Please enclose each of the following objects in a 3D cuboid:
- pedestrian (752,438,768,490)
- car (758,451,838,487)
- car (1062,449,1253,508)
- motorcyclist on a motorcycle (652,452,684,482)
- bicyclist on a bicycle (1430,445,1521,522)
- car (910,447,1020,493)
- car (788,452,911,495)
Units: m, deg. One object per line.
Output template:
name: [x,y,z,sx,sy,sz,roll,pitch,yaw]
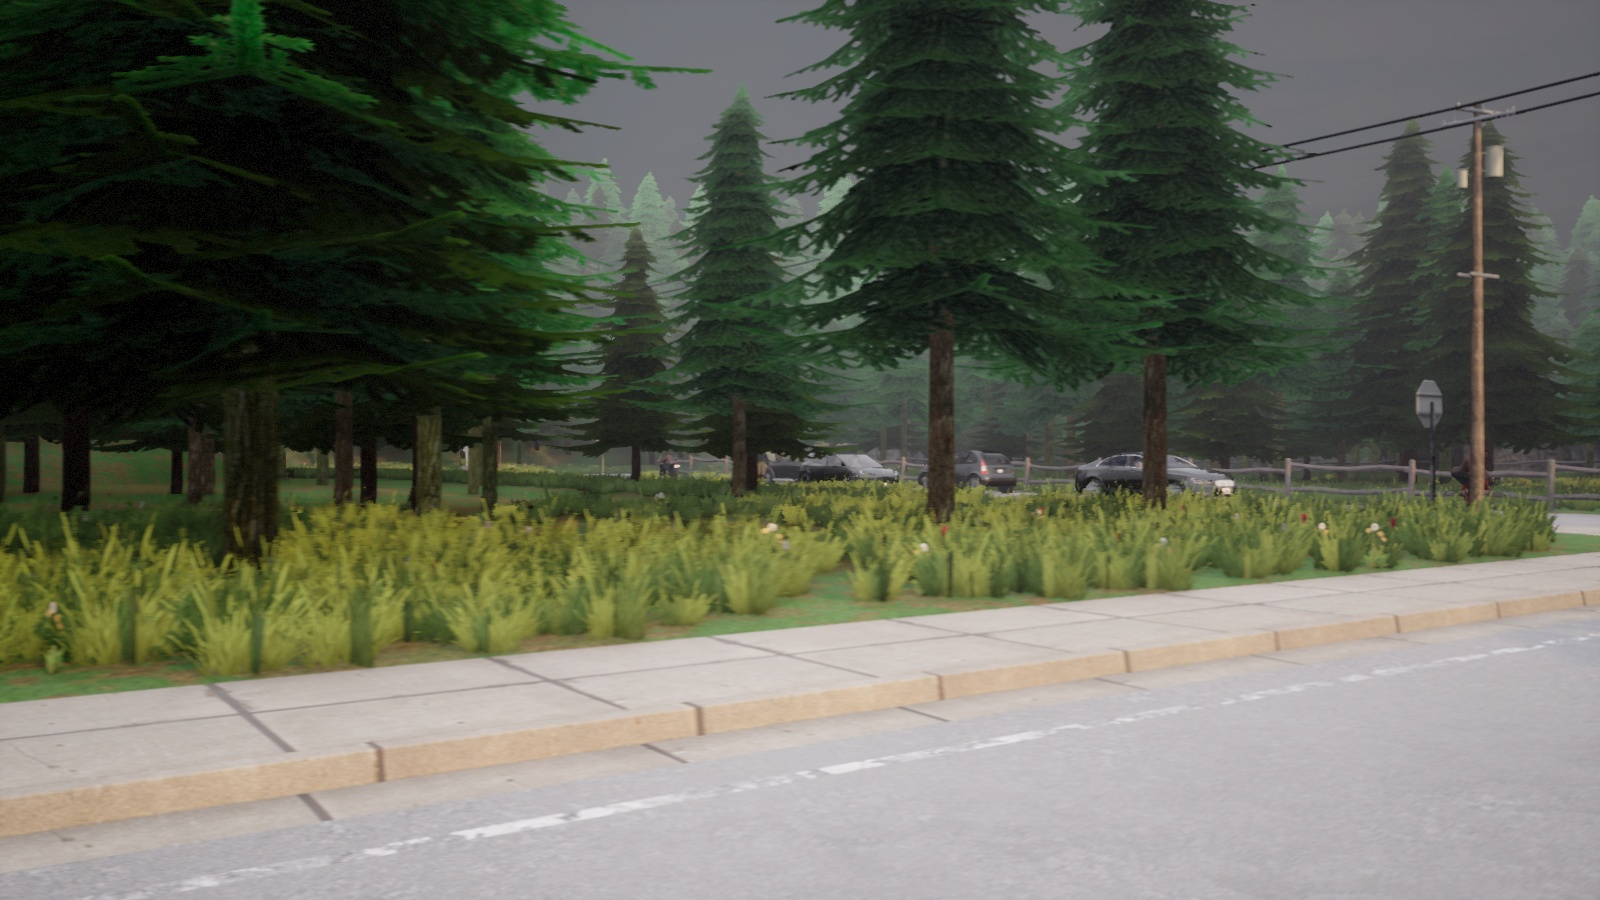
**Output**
pedestrian: [-1.421,0.492,44.265,0.370,1.835,0.726,0,0,-19]
car: [-0.119,0.834,55.917,1.789,1.549,3.705,0,0,-34]
car: [9.769,0.731,34.740,2.128,1.511,4.902,0,0,-33]
motorcyclist on a motorcycle: [-6.987,0.877,66.203,0.797,1.523,2.044,0,0,-34]
bicyclist on a bicycle: [14.577,0.699,27.154,0.582,1.620,1.656,0,0,-32]
car: [6.080,0.718,46.612,1.851,1.617,3.988,0,0,-34]
car: [1.770,0.829,46.763,2.163,1.488,4.792,0,0,-34]
